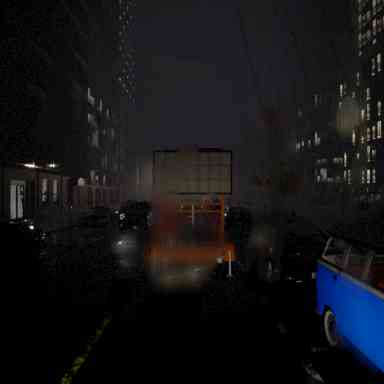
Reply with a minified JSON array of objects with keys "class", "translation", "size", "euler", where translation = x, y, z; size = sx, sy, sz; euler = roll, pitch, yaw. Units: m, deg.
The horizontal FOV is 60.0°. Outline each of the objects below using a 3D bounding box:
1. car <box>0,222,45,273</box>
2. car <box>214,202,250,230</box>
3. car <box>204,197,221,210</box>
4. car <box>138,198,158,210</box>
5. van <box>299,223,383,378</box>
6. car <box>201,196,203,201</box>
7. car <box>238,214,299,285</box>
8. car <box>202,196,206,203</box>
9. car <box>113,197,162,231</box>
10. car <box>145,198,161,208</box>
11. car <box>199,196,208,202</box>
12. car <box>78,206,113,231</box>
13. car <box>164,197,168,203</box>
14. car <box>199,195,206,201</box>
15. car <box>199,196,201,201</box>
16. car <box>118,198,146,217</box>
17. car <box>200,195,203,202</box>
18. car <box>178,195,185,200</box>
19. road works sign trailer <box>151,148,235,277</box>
[{"class":"car","translation":[-5.684,1.568,9.314],"size":[1.947,1.339,4.313],"euler":[0,0,0]},{"class":"car","translation":[2.699,1.555,20.670],"size":[2.008,1.369,4.403],"euler":[0,0,0]},{"class":"car","translation":[2.700,1.561,37.737],"size":[2.008,1.369,4.403],"euler":[0,0,0]},{"class":"car","translation":[-5.680,1.563,43.449],"size":[2.008,1.369,4.403],"euler":[0,0,0]},{"class":"van","translation":[2.699,1.342,3.604],"size":[1.690,1.788,3.998],"euler":[0,0,0]},{"class":"car","translation":[2.702,1.559,49.115],"size":[1.887,1.381,4.507],"euler":[0,0,0]},{"class":"car","translation":[2.697,1.553,9.293],"size":[2.008,1.369,4.403],"euler":[0,0,0]},{"class":"car","translation":[2.702,1.452,43.425],"size":[1.967,1.590,4.097],"euler":[0,0,0]},{"class":"car","translation":[-3.098,1.356,20.366],"size":[2.097,1.767,4.553],"euler":[0,0,0]},{"class":"car","translation":[-5.679,1.559,49.138],"size":[1.887,1.381,4.507],"euler":[0,0,0]},{"class":"car","translation":[2.705,1.596,77.559],"size":[1.947,1.339,4.313],"euler":[0,0,0]},{"class":"car","translation":[-5.682,1.555,20.692],"size":[2.008,1.369,4.403],"euler":[0,0,0]},{"class":"car","translation":[-5.677,1.568,66.205],"size":[1.887,1.381,4.507],"euler":[0,0,0]},{"class":"car","translation":[2.707,1.564,89.107],"size":[1.752,1.417,4.829],"euler":[0,0,0]},{"class":"car","translation":[2.703,1.570,60.493],"size":[2.008,1.369,4.403],"euler":[0,0,0]},{"class":"car","translation":[-5.680,1.448,32.071],"size":[1.967,1.590,4.097],"euler":[0,0,0]},{"class":"car","translation":[2.702,1.599,54.804],"size":[1.802,1.307,4.206],"euler":[0,0,0]},{"class":"car","translation":[-2.989,1.536,95.317],"size":[2.128,1.511,4.902],"euler":[0,0,0]},{"class":"road works sign trailer","translation":[0.025,0.466,10.256],"size":[2.380,3.560,2.880],"euler":[0,0,0]}]
